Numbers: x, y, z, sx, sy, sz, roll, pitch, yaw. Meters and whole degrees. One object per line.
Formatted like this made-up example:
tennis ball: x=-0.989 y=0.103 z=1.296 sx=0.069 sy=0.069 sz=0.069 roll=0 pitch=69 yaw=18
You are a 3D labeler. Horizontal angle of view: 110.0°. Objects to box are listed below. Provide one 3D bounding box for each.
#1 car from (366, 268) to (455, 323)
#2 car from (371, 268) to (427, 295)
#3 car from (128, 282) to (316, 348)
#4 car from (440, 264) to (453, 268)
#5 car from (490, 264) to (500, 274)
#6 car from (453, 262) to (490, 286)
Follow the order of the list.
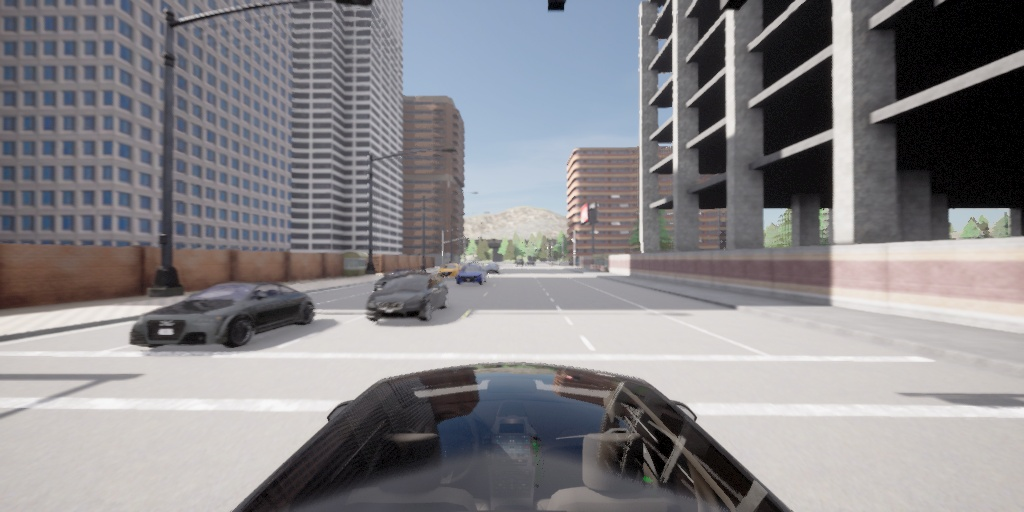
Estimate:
car: x=-3.490 y=1.351 z=12.774 sx=1.837 sy=1.490 sz=4.892 roll=0 pitch=0 yaw=1
car: x=-6.702 y=1.489 z=21.762 sx=1.994 sy=1.385 sz=4.181 roll=0 pitch=-1 yaw=1
car: x=-7.043 y=1.377 z=9.312 sx=1.994 sy=1.385 sz=4.181 roll=0 pitch=0 yaw=1
car: x=-6.386 y=1.546 z=37.884 sx=1.882 sy=1.535 sz=5.008 roll=0 pitch=-1 yaw=2
car: x=-2.574 y=1.733 z=48.454 sx=2.033 sy=1.411 sz=5.357 roll=0 pitch=-1 yaw=1
car: x=-3.126 y=1.465 z=28.602 sx=1.882 sy=1.535 sz=5.008 roll=0 pitch=0 yaw=2
